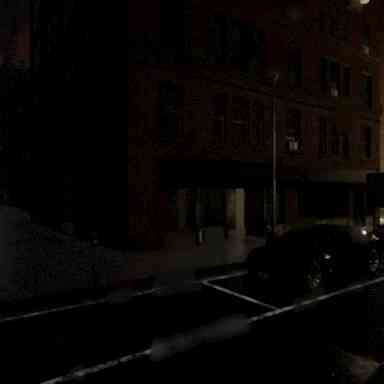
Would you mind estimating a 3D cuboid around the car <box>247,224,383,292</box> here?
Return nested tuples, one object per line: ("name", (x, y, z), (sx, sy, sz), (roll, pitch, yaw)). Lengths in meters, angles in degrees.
("car", (3.416, 1.569, 8.983), (4.313, 1.339, 1.947), (0, 0, -36))
